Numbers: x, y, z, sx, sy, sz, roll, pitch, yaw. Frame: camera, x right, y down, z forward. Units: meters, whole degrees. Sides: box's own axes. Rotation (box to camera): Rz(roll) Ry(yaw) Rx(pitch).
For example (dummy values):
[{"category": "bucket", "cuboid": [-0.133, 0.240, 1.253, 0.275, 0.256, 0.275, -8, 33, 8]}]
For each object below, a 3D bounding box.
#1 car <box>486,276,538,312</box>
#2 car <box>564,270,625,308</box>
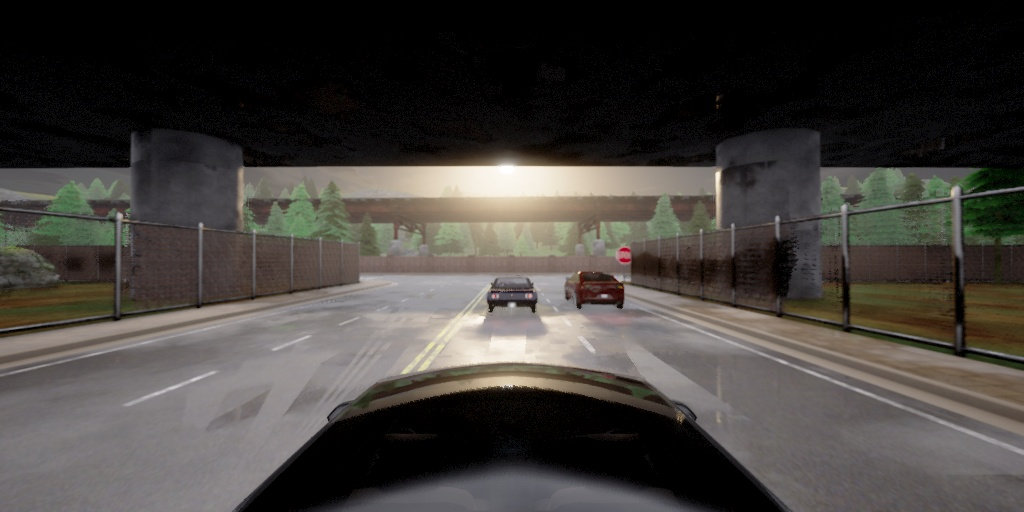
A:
[{"category": "car", "cuboid": [0.019, 1.495, 15.063, 1.895, 1.301, 4.718, 0, -1, 0]}, {"category": "car", "cuboid": [3.530, 1.382, 16.069, 1.882, 1.535, 5.008, 0, 0, 1]}]
